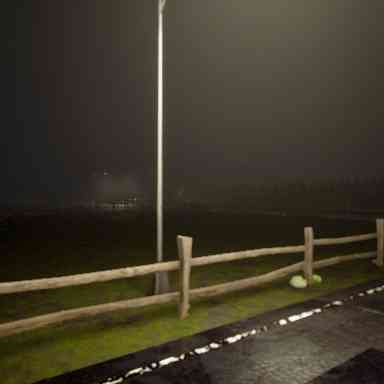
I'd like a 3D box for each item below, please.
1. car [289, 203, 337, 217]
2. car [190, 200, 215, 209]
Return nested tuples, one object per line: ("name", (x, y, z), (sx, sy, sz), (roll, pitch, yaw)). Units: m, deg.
("car", (12.796, 1.862, 35.263), (1.895, 1.301, 4.718), (0, 0, -36))
("car", (1.517, 1.951, 51.103), (1.812, 1.442, 4.674), (0, 0, -35))
